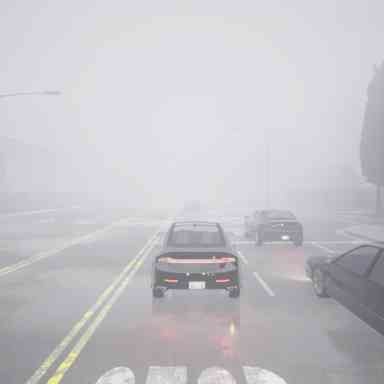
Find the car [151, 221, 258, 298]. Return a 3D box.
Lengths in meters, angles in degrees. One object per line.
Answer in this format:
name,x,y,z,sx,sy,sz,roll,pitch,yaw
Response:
car,0.087,1.491,8.500,2.128,1.511,4.902,0,0,0

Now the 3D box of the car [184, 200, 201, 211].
car,0.036,1.601,39.813,1.895,1.301,4.718,0,0,0

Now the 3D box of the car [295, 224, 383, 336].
car,3.592,1.547,5.452,2.033,1.411,5.357,0,0,0

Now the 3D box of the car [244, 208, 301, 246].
car,3.576,1.505,15.199,1.837,1.490,4.892,0,0,0
